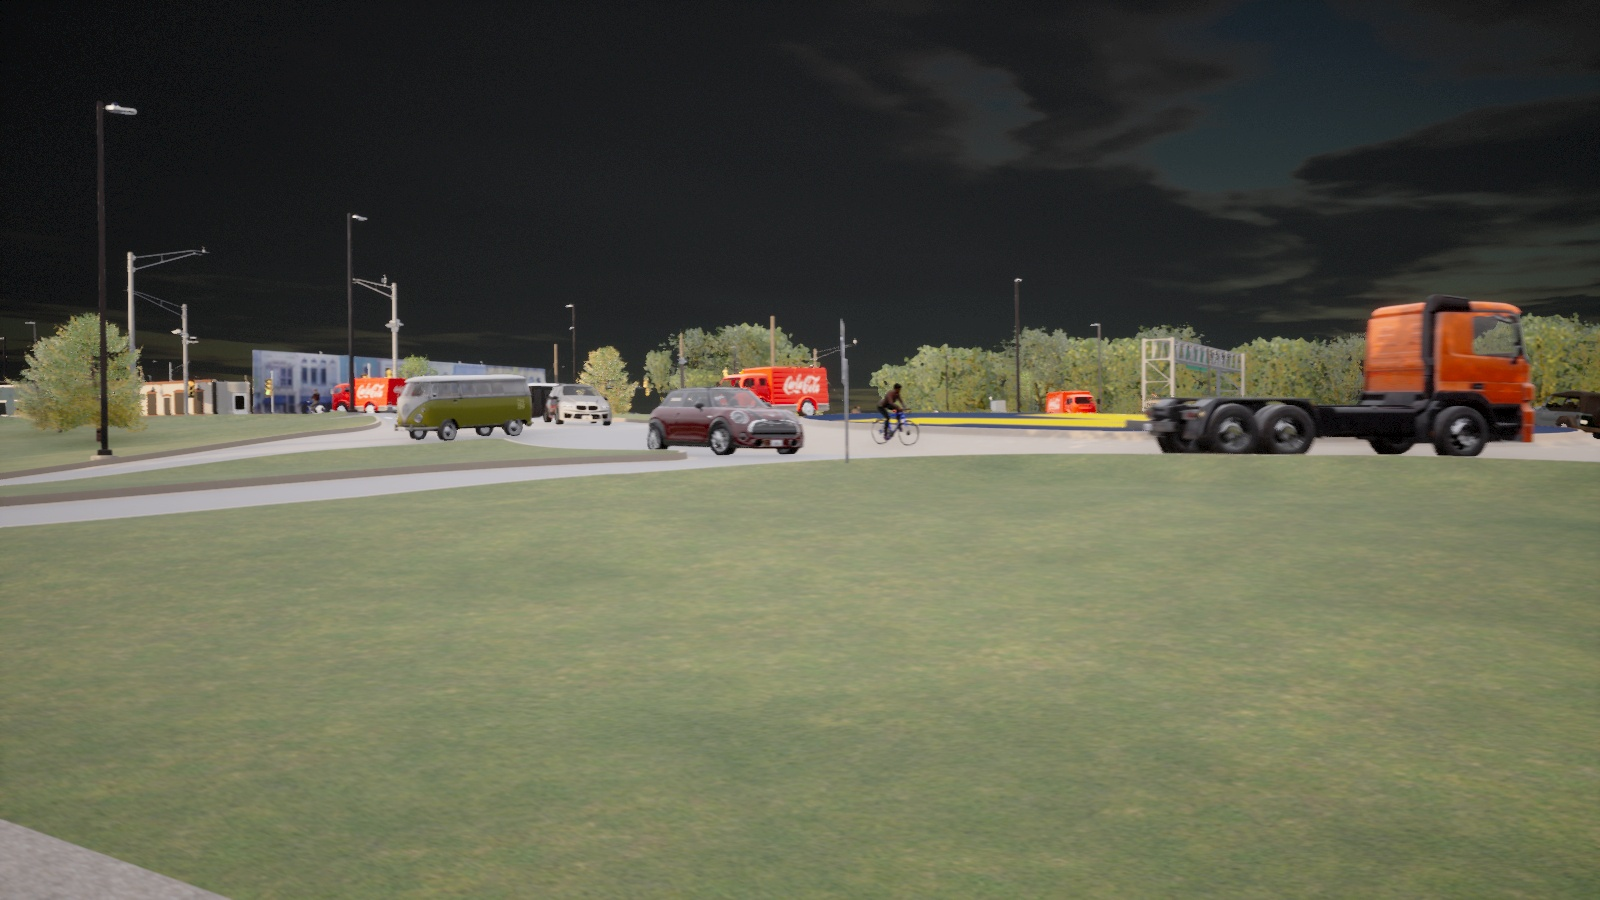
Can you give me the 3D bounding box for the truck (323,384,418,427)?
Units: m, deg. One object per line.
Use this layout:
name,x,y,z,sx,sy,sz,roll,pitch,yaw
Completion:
truck,-26.430,-2.692,77.277,5.204,2.467,2.627,-1,0,28

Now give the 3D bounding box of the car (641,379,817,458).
car,-1.823,-0.735,30.673,2.097,1.767,4.553,-2,1,-37

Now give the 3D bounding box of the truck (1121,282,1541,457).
truck,11.288,-1.735,27.067,7.936,3.462,2.891,-1,3,-7

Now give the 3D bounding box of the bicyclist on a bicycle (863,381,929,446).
bicyclist on a bicycle,2.511,-0.965,32.954,0.582,1.620,1.656,-9,8,-44

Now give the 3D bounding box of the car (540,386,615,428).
car,-9.222,-1.787,51.773,2.242,1.667,4.611,0,3,-20

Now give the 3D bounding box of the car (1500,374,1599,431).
car,28.759,-1.807,47.399,1.905,1.878,3.866,5,3,-9

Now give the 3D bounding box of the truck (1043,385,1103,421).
truck,19.805,-3.399,91.366,2.627,2.467,5.204,-2,1,-8

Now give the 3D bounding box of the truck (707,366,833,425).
truck,-1.346,-2.541,57.929,5.204,2.467,2.627,-4,2,-42

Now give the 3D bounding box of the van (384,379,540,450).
van,-10.490,-1.152,39.249,1.775,1.987,4.442,1,5,37
